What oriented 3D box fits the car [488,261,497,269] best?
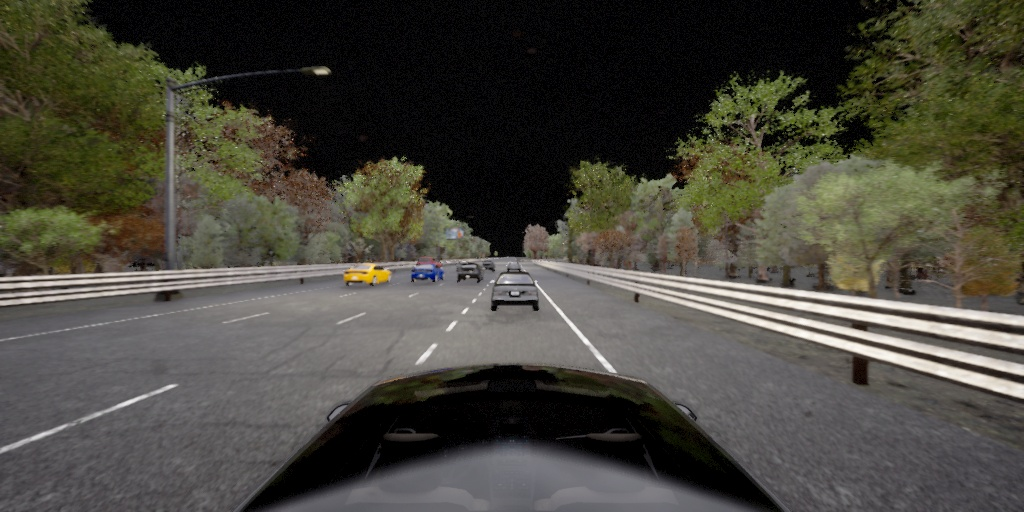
[{"bbox_3d":[-3.236,1.452,49.230,1.837,1.490,4.892,0,0,0],"label":"car"}]

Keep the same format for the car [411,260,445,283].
[{"bbox_3d":[-6.832,1.339,29.487,1.882,1.535,5.008,0,0,0],"label":"car"}]

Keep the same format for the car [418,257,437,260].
[{"bbox_3d":[-10.261,1.147,44.346,2.150,2.045,5.566,0,0,0],"label":"car"}]

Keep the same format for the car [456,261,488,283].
[{"bbox_3d":[-3.332,1.364,29.526,1.837,1.490,4.892,0,-1,0],"label":"car"}]

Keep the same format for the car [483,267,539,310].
[{"bbox_3d":[0.112,1.351,14.983,2.033,1.411,5.357,0,0,0],"label":"car"}]

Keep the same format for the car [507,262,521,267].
[{"bbox_3d":[0.268,1.513,50.039,1.994,1.385,4.181,0,0,0],"label":"car"}]

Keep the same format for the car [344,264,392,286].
[{"bbox_3d":[-10.347,1.324,26.079,1.882,1.535,5.008,0,-1,0],"label":"car"}]
